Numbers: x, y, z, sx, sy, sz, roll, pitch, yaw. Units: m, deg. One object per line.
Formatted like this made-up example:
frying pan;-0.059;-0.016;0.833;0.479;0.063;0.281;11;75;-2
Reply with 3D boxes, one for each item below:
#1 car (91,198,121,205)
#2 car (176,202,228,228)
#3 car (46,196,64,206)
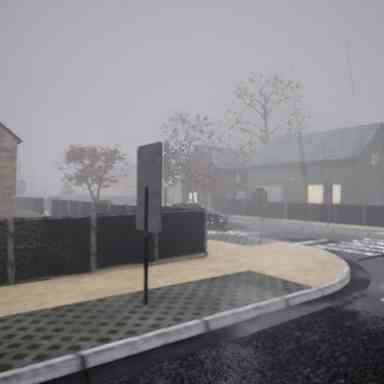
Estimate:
car;-8.617;1.343;32.901;1.882;1.535;5.008;1;0;-37
car;0.251;1.441;21.227;1.837;1.490;4.892;1;0;-37
car;-19.054;1.302;46.782;1.882;1.535;5.008;1;0;-37
